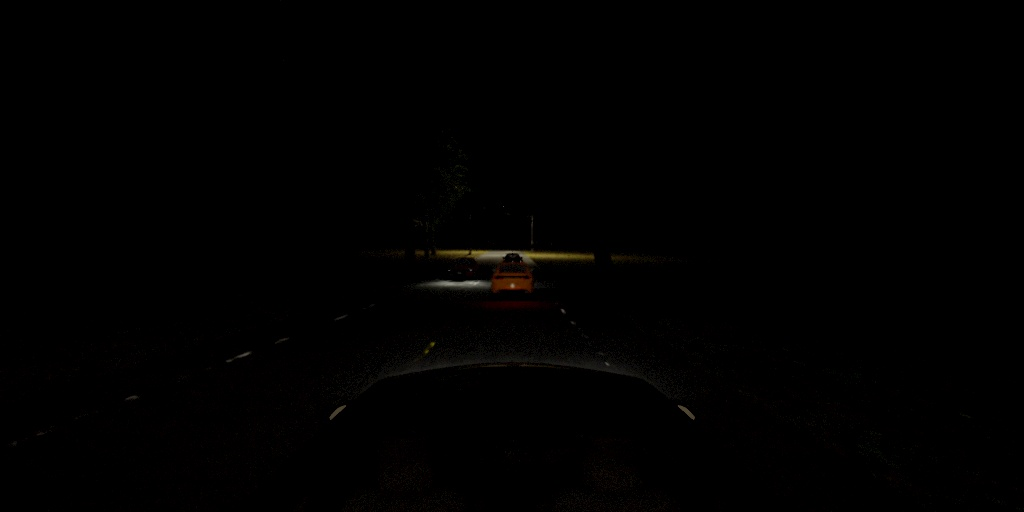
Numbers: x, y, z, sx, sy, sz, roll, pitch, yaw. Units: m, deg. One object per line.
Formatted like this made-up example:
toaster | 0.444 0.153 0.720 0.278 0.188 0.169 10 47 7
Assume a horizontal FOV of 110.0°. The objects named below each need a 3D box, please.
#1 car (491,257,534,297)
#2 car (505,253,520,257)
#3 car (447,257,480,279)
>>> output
car | 0.046 1.027 17.333 1.882 1.535 5.008 0 1 0
car | 0.073 0.462 36.992 2.097 1.767 4.553 0 2 0
car | -3.543 0.842 26.791 1.882 1.535 5.008 0 1 0
